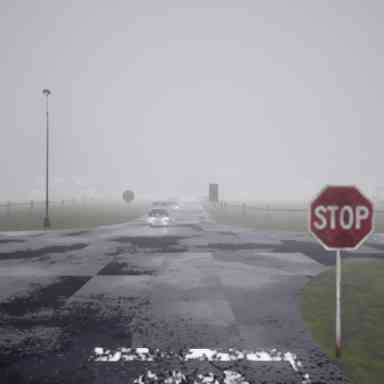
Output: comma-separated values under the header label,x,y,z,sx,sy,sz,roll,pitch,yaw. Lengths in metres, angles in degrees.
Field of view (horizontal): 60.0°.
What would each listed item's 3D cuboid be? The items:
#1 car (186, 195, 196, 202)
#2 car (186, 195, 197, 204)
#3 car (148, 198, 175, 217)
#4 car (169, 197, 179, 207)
label,x,y,z,sx,sy,sz,roll,pitch,yaw
car,-0.231,1.316,71.323,1.994,1.385,4.181,0,0,0
car,-0.147,1.469,61.526,1.812,1.442,4.674,0,0,1
car,-2.950,1.524,31.094,2.033,1.411,5.357,0,0,0
car,-3.009,1.503,51.727,2.033,1.411,5.357,0,0,0
